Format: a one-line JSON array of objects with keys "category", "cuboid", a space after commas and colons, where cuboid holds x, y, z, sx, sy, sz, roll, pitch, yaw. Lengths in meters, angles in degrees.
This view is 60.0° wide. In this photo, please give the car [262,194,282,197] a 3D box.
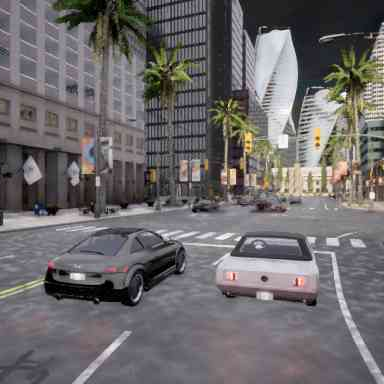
[{"category": "car", "cuboid": [14.309, 1.547, 59.368, 2.033, 1.411, 5.357, 0, 0, 22]}]

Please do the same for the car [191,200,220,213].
[{"category": "car", "cuboid": [1.637, 1.547, 36.883, 2.033, 1.411, 5.357, 0, 0, 22]}]

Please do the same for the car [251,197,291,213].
[{"category": "car", "cuboid": [8.551, 1.564, 36.439, 1.994, 1.385, 4.181, 0, 0, -13]}]

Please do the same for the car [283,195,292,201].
[{"category": "car", "cuboid": [24.405, 1.507, 84.757, 1.812, 1.442, 4.674, 0, 0, 21]}]

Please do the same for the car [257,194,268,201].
[{"category": "car", "cuboid": [19.033, 1.354, 89.184, 2.185, 1.767, 4.553, 0, 0, 21]}]

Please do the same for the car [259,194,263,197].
[{"category": "car", "cuboid": [14.694, 1.553, 69.692, 1.994, 1.385, 4.181, 0, 0, 22]}]

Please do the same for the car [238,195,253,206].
[{"category": "car", "cuboid": [9.193, 1.352, 55.989, 2.097, 1.767, 4.553, 0, 0, 22]}]

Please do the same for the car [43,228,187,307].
[{"category": "car", "cuboid": [-1.576, 1.564, 8.195, 1.994, 1.385, 4.181, 0, 0, 17]}]

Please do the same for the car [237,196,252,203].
[{"category": "car", "cuboid": [10.916, 1.513, 68.810, 2.161, 1.482, 4.786, 0, 0, 21]}]

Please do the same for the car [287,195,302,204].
[{"category": "car", "cuboid": [19.934, 1.547, 63.631, 2.033, 1.411, 5.357, 0, 0, 22]}]

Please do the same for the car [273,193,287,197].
[{"category": "car", "cuboid": [19.022, 1.478, 71.124, 1.882, 1.535, 5.008, 0, 0, 22]}]

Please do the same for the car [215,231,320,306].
[{"category": "car", "cuboid": [2.033, 1.601, 8.148, 1.895, 1.301, 4.718, 0, 0, 19]}]
